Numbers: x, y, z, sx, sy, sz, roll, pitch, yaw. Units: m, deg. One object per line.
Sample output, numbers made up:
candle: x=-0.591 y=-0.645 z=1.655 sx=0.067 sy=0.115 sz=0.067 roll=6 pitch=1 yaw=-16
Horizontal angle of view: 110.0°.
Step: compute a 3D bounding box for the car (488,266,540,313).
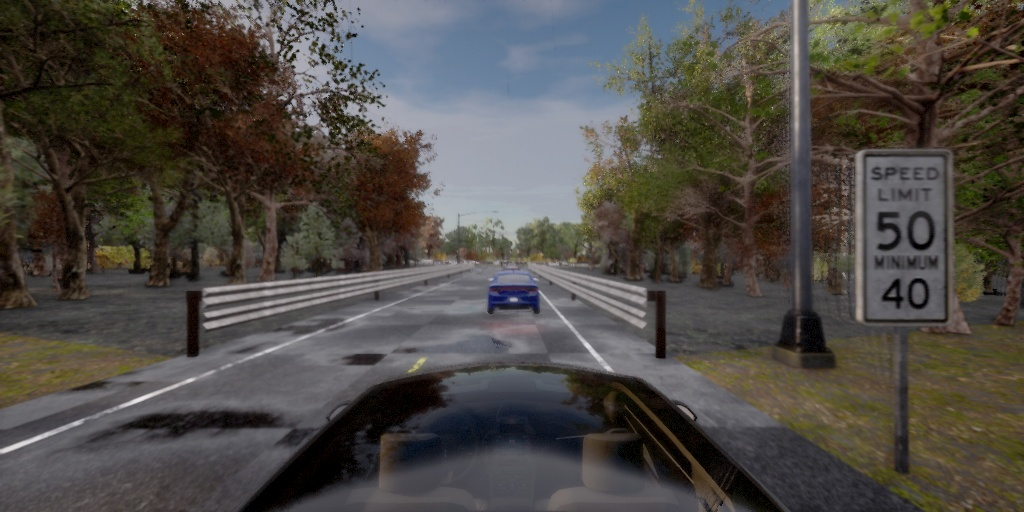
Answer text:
car: x=0.065 y=1.349 z=14.671 sx=1.882 sy=1.535 sz=5.008 roll=0 pitch=0 yaw=0
